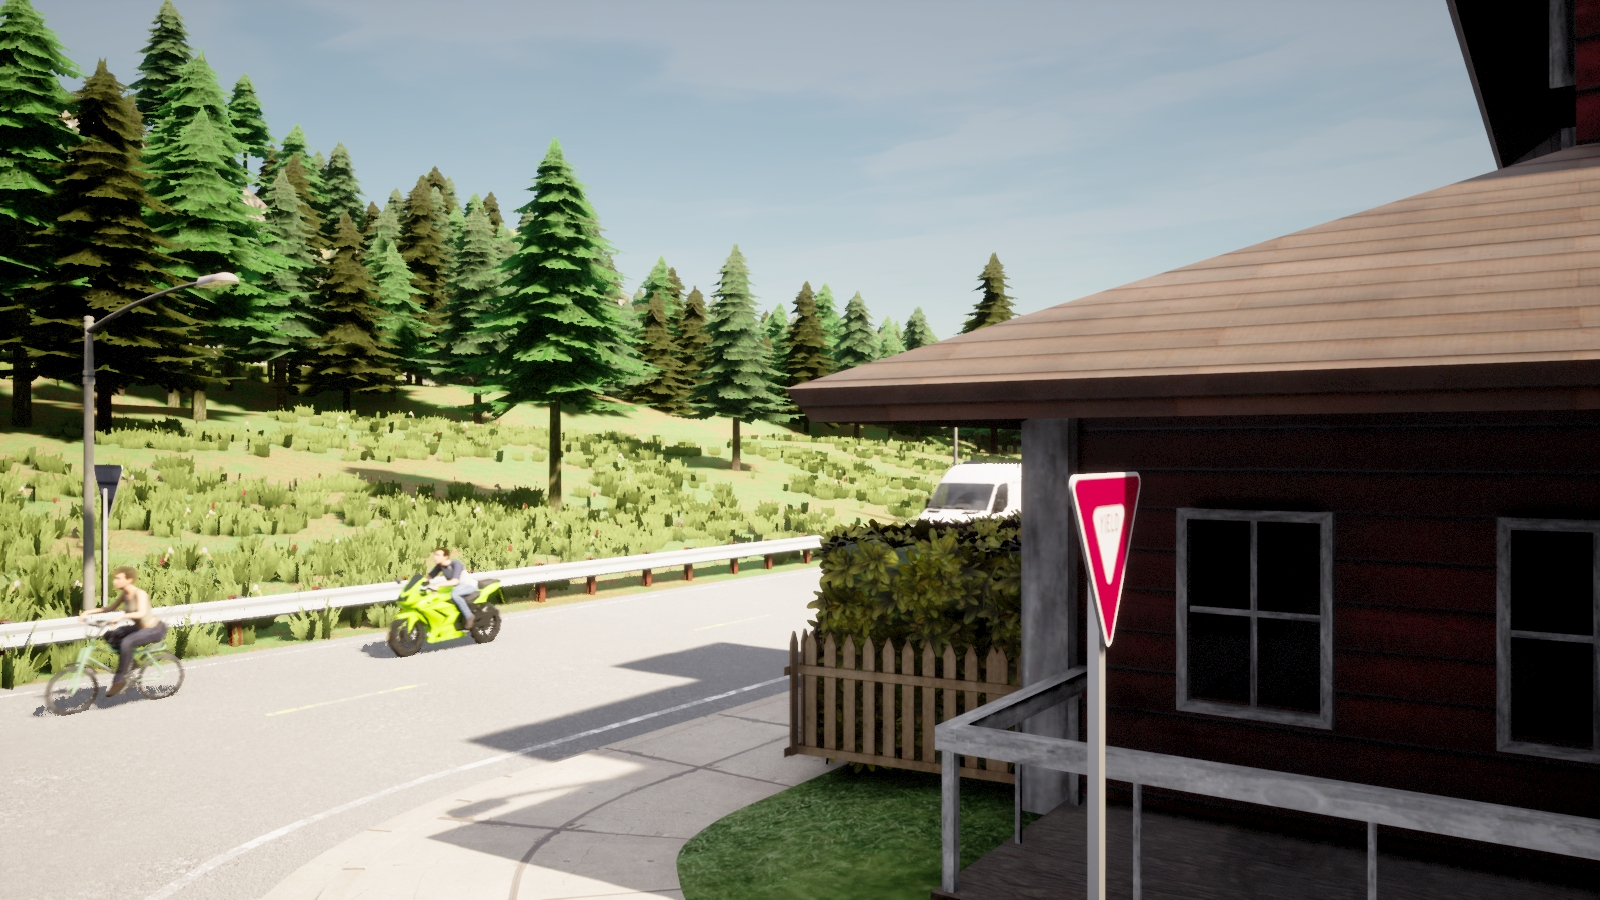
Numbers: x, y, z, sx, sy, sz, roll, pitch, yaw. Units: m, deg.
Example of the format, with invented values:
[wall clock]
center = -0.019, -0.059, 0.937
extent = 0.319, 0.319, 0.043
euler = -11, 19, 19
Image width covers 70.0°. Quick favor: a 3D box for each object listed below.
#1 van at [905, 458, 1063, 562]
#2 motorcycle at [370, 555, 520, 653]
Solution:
[van]
center = 5.237, 1.534, 31.736
extent = 1.988, 2.561, 5.915
euler = 0, 0, 34
[motorcycle]
center = -5.166, 2.213, 16.759
extent = 0.803, 1.145, 2.033
euler = 0, 0, 35
